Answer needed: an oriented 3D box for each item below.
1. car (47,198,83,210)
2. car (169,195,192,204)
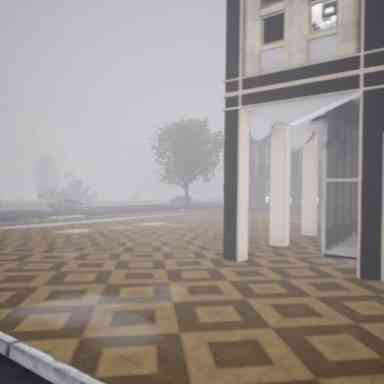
[{"bbox_3d":[-15.739,1.443,41.345,1.994,1.385,4.181,1,1,38],"label":"car"},{"bbox_3d":[-1.978,1.333,58.699,1.882,1.535,5.008,1,0,39],"label":"car"}]
